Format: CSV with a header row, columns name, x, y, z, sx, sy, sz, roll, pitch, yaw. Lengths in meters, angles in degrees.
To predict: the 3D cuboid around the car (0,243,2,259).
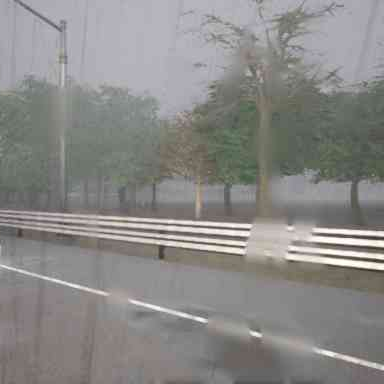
name,x,y,z,sx,sy,sz,roll,pitch,yaw
car,-7.738,1.311,9.796,5.566,2.045,2.150,0,0,37
